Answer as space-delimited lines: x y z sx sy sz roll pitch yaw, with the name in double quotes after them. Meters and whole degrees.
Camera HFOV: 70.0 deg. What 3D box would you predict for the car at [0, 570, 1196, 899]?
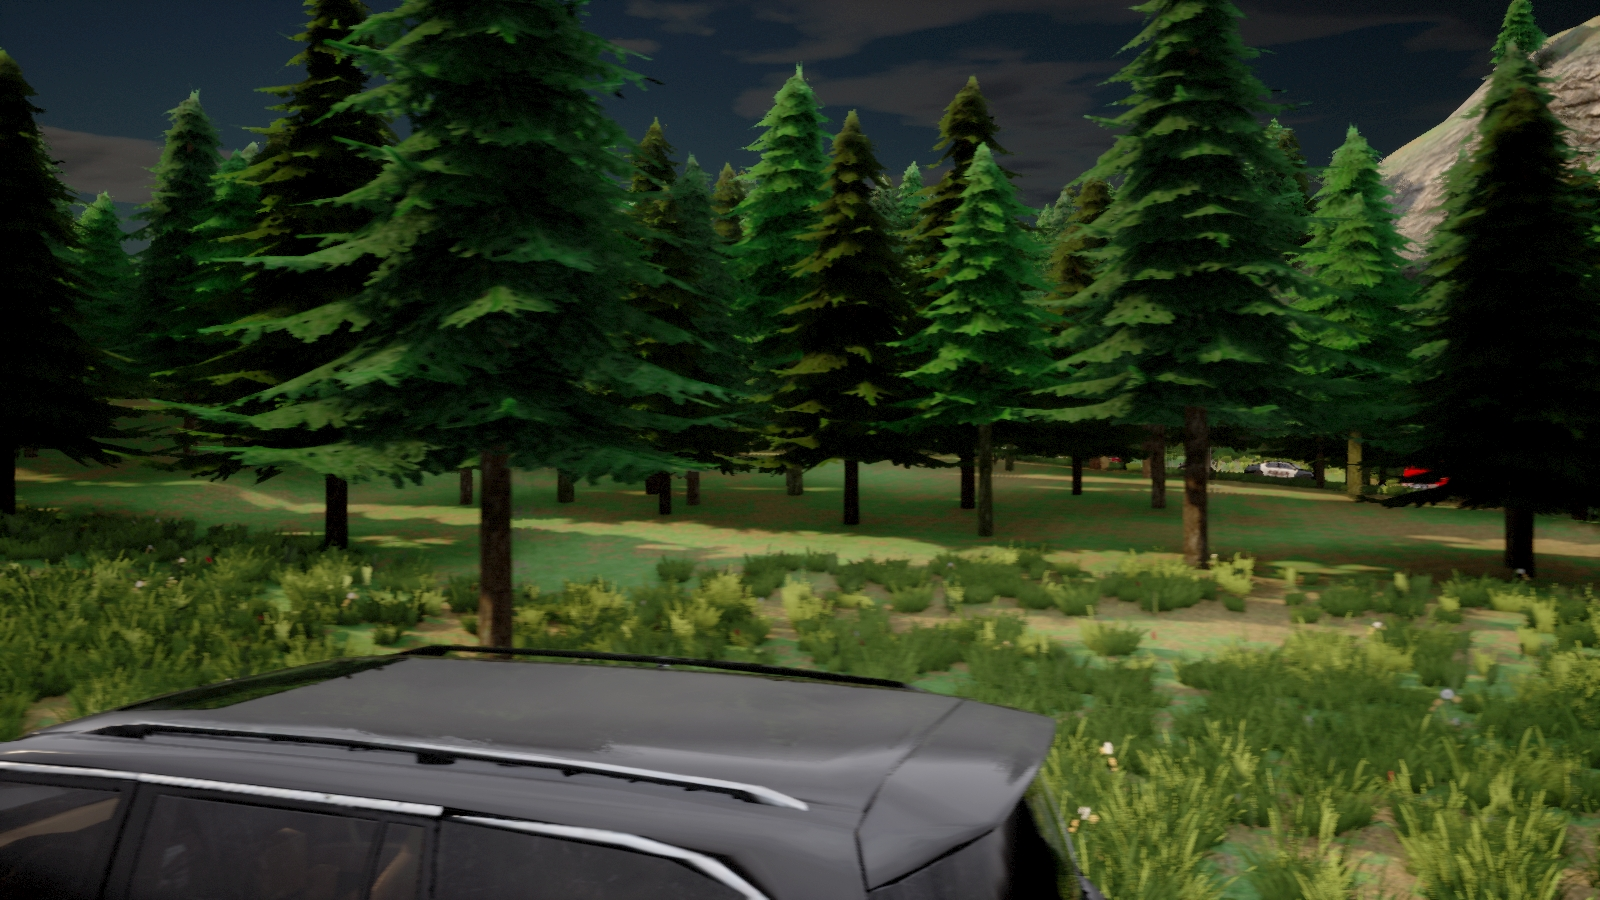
-1.609 1.640 3.899 5.566 2.045 2.150 0 0 20 "car"
